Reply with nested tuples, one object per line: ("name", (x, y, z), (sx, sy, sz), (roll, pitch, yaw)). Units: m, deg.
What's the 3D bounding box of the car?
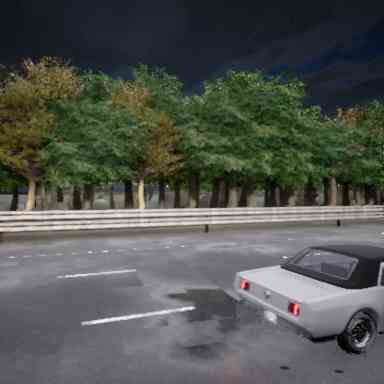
("car", (3.240, 1.632, 5.985), (4.718, 1.301, 1.895), (0, 0, -24))
